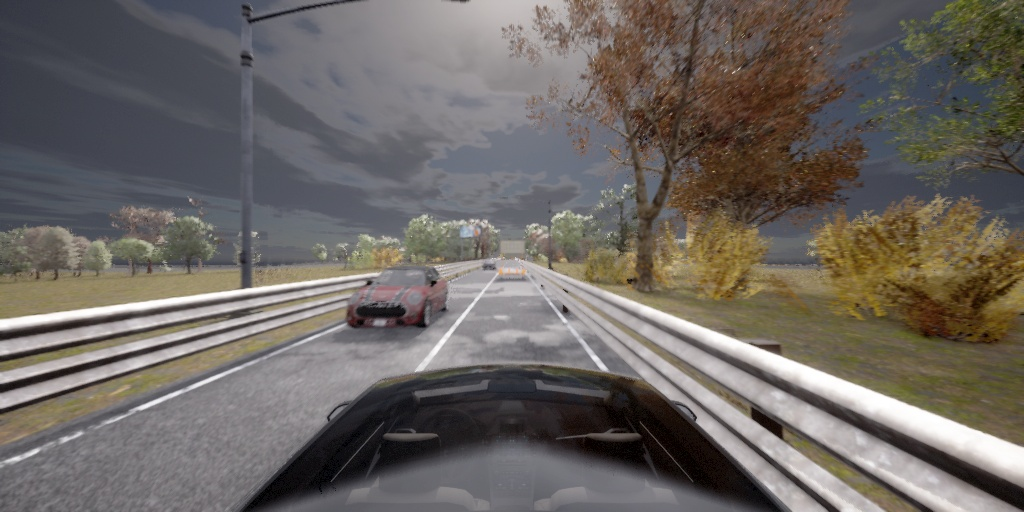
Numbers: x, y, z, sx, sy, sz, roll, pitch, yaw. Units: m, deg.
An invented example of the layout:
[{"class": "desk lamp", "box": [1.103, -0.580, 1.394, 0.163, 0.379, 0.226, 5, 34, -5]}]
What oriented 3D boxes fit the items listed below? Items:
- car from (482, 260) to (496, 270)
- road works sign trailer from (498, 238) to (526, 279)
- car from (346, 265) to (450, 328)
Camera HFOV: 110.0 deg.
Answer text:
[{"class": "car", "box": [-3.274, 1.303, 52.607, 2.033, 1.411, 5.357, 0, 0, 1]}, {"class": "road works sign trailer", "box": [0.022, 0.217, 32.161, 2.380, 3.560, 2.880, 0, 0, 0]}, {"class": "car", "box": [-3.343, 1.104, 11.330, 2.097, 1.767, 4.553, 0, 0, 0]}]
